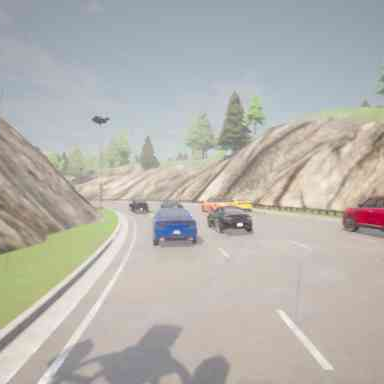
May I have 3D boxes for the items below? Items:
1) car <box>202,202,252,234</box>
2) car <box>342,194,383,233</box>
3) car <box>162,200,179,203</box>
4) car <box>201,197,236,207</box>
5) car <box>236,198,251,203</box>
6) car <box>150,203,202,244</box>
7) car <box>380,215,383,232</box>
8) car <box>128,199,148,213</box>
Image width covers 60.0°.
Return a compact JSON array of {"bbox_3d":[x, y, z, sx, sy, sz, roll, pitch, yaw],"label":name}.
[{"bbox_3d":[2.096,1.512,19.342,1.812,1.442,4.674,0,0,-9],"label":"car"},{"bbox_3d":[9.658,1.123,16.093,2.150,2.045,5.566,0,0,-7],"label":"car"},{"bbox_3d":[-2.448,1.609,38.548,1.994,1.385,4.181,-1,0,-18],"label":"car"},{"bbox_3d":[2.451,1.341,34.390,2.097,1.767,4.553,-1,0,-15],"label":"car"},{"bbox_3d":[5.073,1.440,38.087,1.882,1.535,5.008,0,0,-16],"label":"car"},{"bbox_3d":[-0.949,1.496,15.963,1.882,1.535,5.008,0,0,-8],"label":"car"},{"bbox_3d":[6.973,1.474,7.462,2.033,1.411,5.357,-1,0,-4],"label":"car"},{"bbox_3d":[-6.267,1.592,38.501,1.837,1.490,4.892,0,0,-18],"label":"car"}]
